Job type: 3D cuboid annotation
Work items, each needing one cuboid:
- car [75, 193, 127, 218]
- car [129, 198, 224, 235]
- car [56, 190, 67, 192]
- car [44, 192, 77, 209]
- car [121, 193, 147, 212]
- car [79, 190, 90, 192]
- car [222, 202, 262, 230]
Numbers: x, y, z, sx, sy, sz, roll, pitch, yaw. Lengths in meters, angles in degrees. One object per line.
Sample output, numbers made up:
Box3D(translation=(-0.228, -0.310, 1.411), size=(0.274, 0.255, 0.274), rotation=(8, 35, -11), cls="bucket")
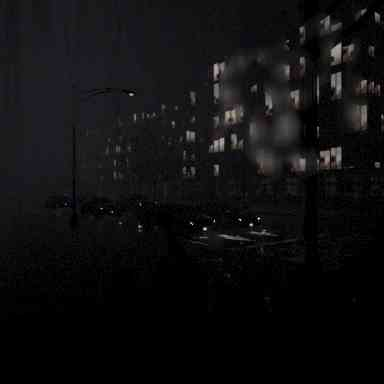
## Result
Box3D(translation=(-7.043, 1.093, 25.294), size=(1.812, 1.442, 4.674), rotation=(0, 1, -38), cls="car")
Box3D(translation=(-1.030, 1.292, 17.668), size=(2.033, 1.411, 5.357), rotation=(0, 1, -38), cls="car")
Box3D(translation=(-25.406, 0.300, 64.824), size=(1.812, 1.442, 4.674), rotation=(0, 1, -38), cls="car")
Box3D(translation=(-13.242, 0.947, 33.194), size=(1.994, 1.385, 4.181), rotation=(0, 1, -38), cls="car")
Box3D(translation=(-4.613, 0.912, 27.468), size=(2.097, 1.767, 4.553), rotation=(0, 1, -38), cls="car")
Box3D(translation=(-18.076, 0.485, 55.471), size=(2.128, 1.511, 4.902), rotation=(0, 1, -38), cls="car")
Box3D(translation=(1.576, 1.289, 19.667), size=(2.033, 1.411, 5.357), rotation=(0, 1, -36), cls="car")
